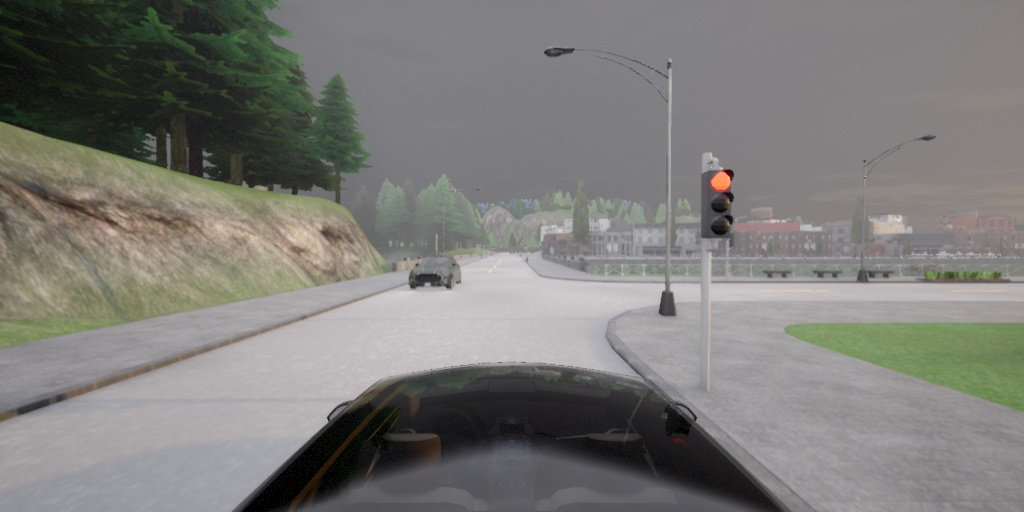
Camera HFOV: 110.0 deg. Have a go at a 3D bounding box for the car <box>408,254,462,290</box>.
[{"bbox_3d":[-3.991,0.732,19.235,2.097,1.767,4.553,0,1,0],"label":"car"}]
